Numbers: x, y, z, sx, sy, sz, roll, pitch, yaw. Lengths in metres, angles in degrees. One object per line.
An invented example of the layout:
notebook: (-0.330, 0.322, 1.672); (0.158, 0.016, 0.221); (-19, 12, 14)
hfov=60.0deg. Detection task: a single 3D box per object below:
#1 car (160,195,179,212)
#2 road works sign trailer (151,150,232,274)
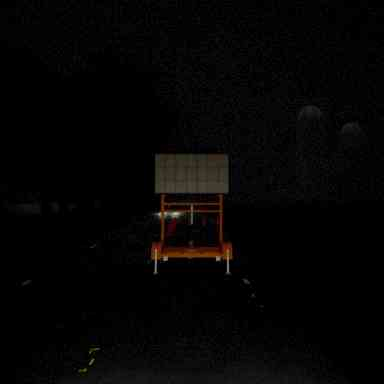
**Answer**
car: (-2.767, 1.368, 41.753); (2.150, 2.045, 5.566); (0, 0, 0)
road works sign trailer: (-0.004, 0.482, 10.560); (2.380, 3.560, 2.880); (0, 0, 0)
